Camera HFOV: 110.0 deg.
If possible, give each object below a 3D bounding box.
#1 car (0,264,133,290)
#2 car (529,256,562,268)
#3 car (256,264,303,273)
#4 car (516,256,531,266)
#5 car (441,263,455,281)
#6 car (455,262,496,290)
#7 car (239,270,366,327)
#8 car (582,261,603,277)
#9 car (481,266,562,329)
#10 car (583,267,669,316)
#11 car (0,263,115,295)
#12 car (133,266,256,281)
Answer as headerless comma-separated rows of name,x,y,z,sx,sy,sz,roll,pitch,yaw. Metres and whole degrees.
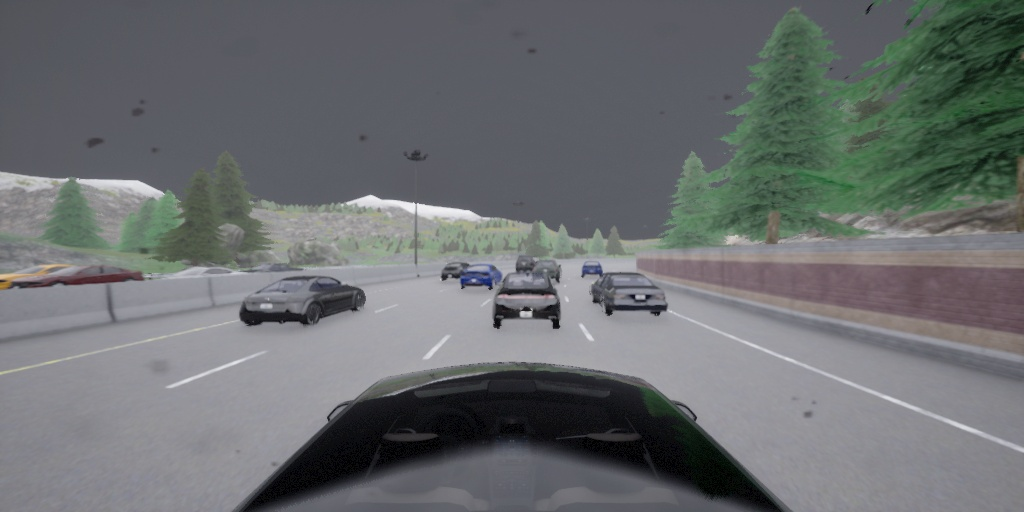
car,-23.517,1.247,19.706,1.882,1.535,5.008,0,0,6
car,2.915,1.097,29.152,2.097,1.767,4.553,0,0,11
car,-18.844,1.312,28.007,2.033,1.411,5.357,0,0,10
car,1.964,0.966,40.115,2.150,2.045,5.566,0,0,16
car,-4.208,1.256,29.236,1.837,1.490,4.892,0,0,11
car,-1.797,1.227,22.548,1.882,1.535,5.008,0,0,8
car,-6.490,1.319,11.646,1.994,1.385,4.181,0,0,3
car,7.867,1.218,35.064,1.882,1.535,5.008,0,0,14
car,0.491,1.240,11.330,2.128,1.511,4.902,0,0,3
car,4.120,1.293,13.412,2.033,1.411,5.357,0,0,5
car,-26.909,1.250,20.841,1.882,1.535,5.008,0,0,7
car,-16.554,1.289,19.091,1.812,1.442,4.674,0,0,6
